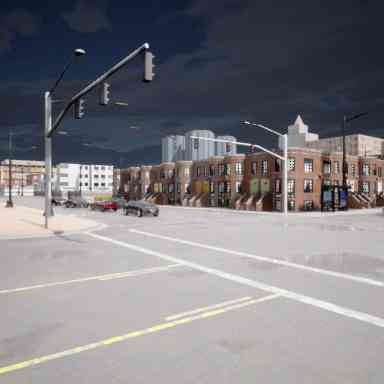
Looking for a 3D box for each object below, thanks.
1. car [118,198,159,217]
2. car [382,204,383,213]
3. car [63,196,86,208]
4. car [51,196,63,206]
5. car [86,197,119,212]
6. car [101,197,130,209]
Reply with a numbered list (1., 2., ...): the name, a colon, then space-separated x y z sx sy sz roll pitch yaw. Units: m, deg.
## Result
1. car: -4.866 1.505 31.318 1.837 1.490 4.892 0 0 -36
2. car: 20.214 1.222 31.415 5.566 2.045 2.150 0 0 -36
3. car: -16.277 1.352 47.138 2.097 1.767 4.553 0 0 -36
4. car: -22.298 1.492 55.551 2.128 1.511 4.902 0 0 -35
5. car: -10.331 1.601 38.889 1.895 1.301 4.718 0 0 -36
6. car: -10.546 1.491 45.498 2.128 1.511 4.902 0 0 -36
